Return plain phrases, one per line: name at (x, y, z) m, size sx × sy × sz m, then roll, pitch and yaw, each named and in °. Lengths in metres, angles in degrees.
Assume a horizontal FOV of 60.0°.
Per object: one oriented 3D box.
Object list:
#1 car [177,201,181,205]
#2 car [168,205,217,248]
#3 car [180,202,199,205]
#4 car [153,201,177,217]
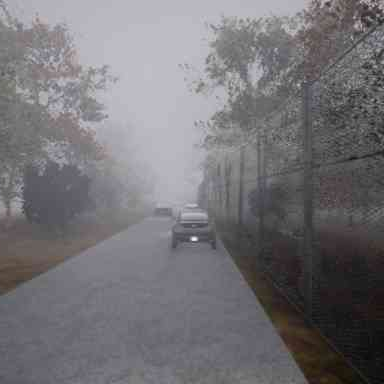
car at (-3.142, 2.823, 75.787) m, size 1.882 × 1.535 × 5.008 m, roll 0°, pitch -2°, yaw 0°
car at (0.082, 1.557, 15.154) m, size 1.837 × 1.490 × 4.892 m, roll 0°, pitch 0°, yaw 0°
car at (0.021, 1.788, 32.998) m, size 1.812 × 1.442 × 4.674 m, roll 0°, pitch -1°, yaw 0°
car at (-2.932, 1.771, 34.764) m, size 1.882 × 1.535 × 5.008 m, roll 0°, pitch -1°, yaw 0°
